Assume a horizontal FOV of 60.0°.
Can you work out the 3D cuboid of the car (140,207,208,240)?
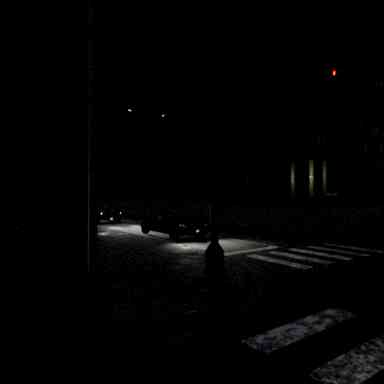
[{"bbox_3d":[-1.102,1.529,17.314,1.812,1.442,4.674,0,0,-36],"label":"car"}]

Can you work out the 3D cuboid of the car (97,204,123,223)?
[{"bbox_3d":[-7.028,1.607,25.523,1.895,1.301,4.718,0,0,-36],"label":"car"}]
